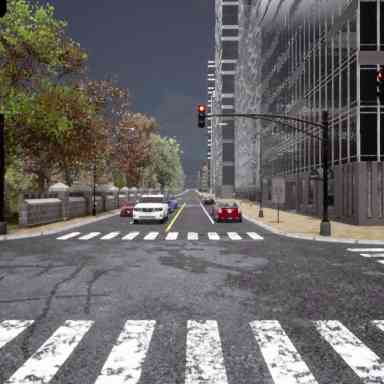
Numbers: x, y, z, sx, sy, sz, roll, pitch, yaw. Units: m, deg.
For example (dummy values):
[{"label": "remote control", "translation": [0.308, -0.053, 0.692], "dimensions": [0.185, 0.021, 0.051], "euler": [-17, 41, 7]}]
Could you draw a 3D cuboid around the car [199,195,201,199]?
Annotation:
[{"label": "car", "translation": [2.817, 1.434, 60.128], "dimensions": [1.967, 1.590, 4.097], "euler": [0, 0, 0]}]

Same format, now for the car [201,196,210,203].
[{"label": "car", "translation": [2.841, 1.506, 71.664], "dimensions": [1.752, 1.417, 4.829], "euler": [0, 0, 0]}]

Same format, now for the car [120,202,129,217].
[{"label": "car", "translation": [-5.624, 1.547, 31.737], "dimensions": [1.887, 1.381, 4.507], "euler": [0, 0, 0]}]

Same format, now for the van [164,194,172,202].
[{"label": "van", "translation": [-5.527, 1.313, 77.202], "dimensions": [1.690, 1.788, 3.998], "euler": [0, 0, 0]}]

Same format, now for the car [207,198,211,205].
[{"label": "car", "translation": [2.757, 1.568, 31.722], "dimensions": [1.947, 1.339, 4.313], "euler": [0, 0, 0]}]

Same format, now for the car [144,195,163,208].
[{"label": "car", "translation": [-5.587, 1.316, 48.786], "dimensions": [2.192, 1.841, 5.009], "euler": [0, 0, 0]}]

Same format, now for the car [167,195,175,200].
[{"label": "car", "translation": [-5.504, 1.531, 88.569], "dimensions": [1.802, 1.307, 4.206], "euler": [0, 0, 0]}]

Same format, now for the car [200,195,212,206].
[{"label": "car", "translation": [2.805, 1.564, 54.447], "dimensions": [1.947, 1.339, 4.313], "euler": [0, 0, 0]}]

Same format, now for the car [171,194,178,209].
[{"label": "car", "translation": [-2.994, 1.354, 45.885], "dimensions": [2.097, 1.767, 4.553], "euler": [0, 0, 0]}]

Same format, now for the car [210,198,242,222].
[{"label": "car", "translation": [2.746, 1.442, 26.042], "dimensions": [1.967, 1.590, 4.097], "euler": [0, 0, 0]}]

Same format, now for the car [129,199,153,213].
[{"label": "car", "translation": [-5.612, 1.553, 37.420], "dimensions": [2.008, 1.369, 4.403], "euler": [0, 0, 0]}]

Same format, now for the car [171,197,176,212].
[{"label": "car", "translation": [-3.024, 1.528, 35.675], "dimensions": [1.812, 1.442, 4.674], "euler": [0, 0, 0]}]

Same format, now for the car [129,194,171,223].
[{"label": "car", "translation": [-3.050, 1.223, 25.521], "dimensions": [2.150, 2.045, 5.566], "euler": [0, 0, 0]}]
